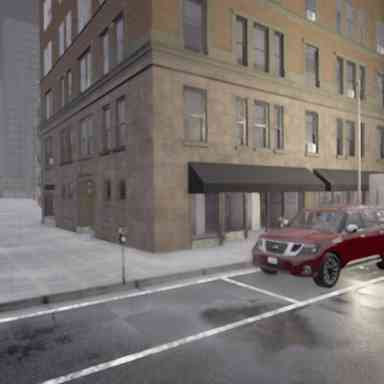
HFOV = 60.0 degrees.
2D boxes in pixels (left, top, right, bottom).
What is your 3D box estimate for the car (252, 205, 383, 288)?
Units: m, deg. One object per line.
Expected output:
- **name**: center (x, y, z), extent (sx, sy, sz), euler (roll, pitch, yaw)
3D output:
- **car**: center (3.957, 1.313, 9.384), extent (5.009, 1.841, 2.192), euler (0, -1, -36)
